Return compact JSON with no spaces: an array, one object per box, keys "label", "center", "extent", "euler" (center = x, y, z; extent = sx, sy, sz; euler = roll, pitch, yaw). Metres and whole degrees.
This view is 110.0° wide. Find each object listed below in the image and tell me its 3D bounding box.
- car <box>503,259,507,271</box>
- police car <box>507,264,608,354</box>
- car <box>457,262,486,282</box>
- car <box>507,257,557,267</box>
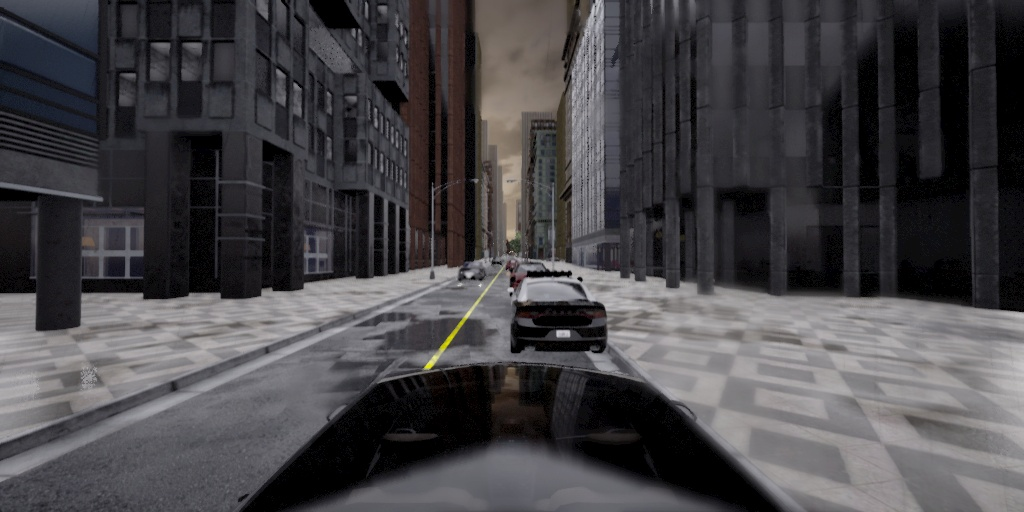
[{"label":"car","center":[0.117,1.200,48.363],"extent":[1.812,1.442,4.674],"euler":[0,0,1]},{"label":"police car","center":[0.907,1.166,8.910],"extent":[1.930,1.638,5.238],"euler":[0,0,0]},{"label":"car","center":[-3.070,1.199,28.097],"extent":[2.128,1.511,4.902],"euler":[0,0,0]},{"label":"car","center":[0.918,1.076,18.771],"extent":[2.097,1.767,4.553],"euler":[0,0,0]}]
